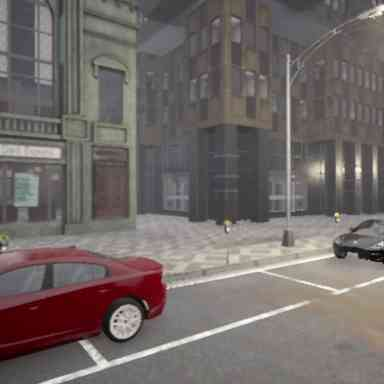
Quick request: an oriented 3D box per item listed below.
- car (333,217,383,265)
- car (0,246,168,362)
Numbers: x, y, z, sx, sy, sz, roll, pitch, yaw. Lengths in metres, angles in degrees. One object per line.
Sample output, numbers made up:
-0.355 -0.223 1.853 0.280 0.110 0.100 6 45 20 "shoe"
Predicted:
6.664 1.563 11.408 4.313 1.339 1.947 0 0 -36 "car"
-2.512 1.545 4.859 4.507 1.381 1.887 0 0 -36 "car"
